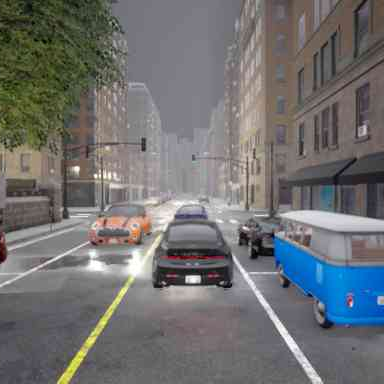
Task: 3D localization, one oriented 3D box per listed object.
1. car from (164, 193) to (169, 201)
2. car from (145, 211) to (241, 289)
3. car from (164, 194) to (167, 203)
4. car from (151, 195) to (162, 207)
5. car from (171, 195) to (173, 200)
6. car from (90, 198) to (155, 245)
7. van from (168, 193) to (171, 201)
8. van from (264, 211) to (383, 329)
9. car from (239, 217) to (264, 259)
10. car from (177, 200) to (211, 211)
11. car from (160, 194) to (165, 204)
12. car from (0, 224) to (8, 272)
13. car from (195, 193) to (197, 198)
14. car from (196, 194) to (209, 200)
[{"bbox_3d":[-6.119,1.478,66.621,1.887,1.381,4.507,0,0,0],"label":"car"},{"bbox_3d":[0.015,1.500,9.149,1.837,1.490,4.892,0,0,0],"label":"car"},{"bbox_3d":[-6.082,1.481,61.171,1.887,1.381,4.507,0,0,0],"label":"car"},{"bbox_3d":[-6.006,1.471,50.099,1.752,1.417,4.829,0,0,0],"label":"car"},{"bbox_3d":[-6.194,1.481,77.522,2.008,1.369,4.403,0,0,0],"label":"car"},{"bbox_3d":[-3.098,1.339,15.279,2.097,1.767,4.553,0,0,0],"label":"car"},{"bbox_3d":[-6.157,1.273,72.072,1.690,1.788,3.998,0,0,0],"label":"van"},{"bbox_3d":[2.815,1.336,6.680,1.690,1.788,3.998,0,0,0],"label":"van"},{"bbox_3d":[2.777,1.556,12.340,1.947,1.339,4.313,0,0,0],"label":"car"},{"bbox_3d":[0.078,1.460,19.483,1.882,1.535,5.008,0,0,4],"label":"car"},{"bbox_3d":[-6.045,1.491,55.719,2.008,1.369,4.403,0,0,0],"label":"car"},{"bbox_3d":[-5.709,1.310,6.581,2.192,1.841,5.009,0,0,0],"label":"car"},{"bbox_3d":[2.331,1.481,77.612,2.008,1.369,4.403,0,0,0],"label":"car"},{"bbox_3d":[2.405,1.374,66.715,1.967,1.590,4.097,0,0,0],"label":"car"}]
